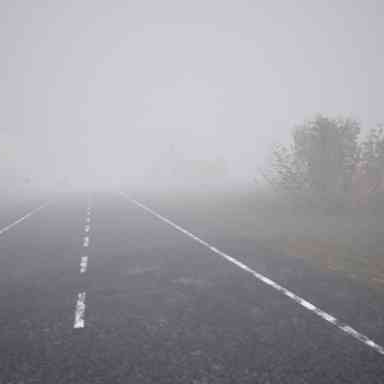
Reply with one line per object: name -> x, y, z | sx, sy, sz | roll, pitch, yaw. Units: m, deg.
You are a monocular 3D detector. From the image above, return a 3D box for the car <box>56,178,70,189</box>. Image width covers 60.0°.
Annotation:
car -> -25.405, -1.744, 65.476 | 2.150, 2.045, 5.566 | -4, 4, -16
